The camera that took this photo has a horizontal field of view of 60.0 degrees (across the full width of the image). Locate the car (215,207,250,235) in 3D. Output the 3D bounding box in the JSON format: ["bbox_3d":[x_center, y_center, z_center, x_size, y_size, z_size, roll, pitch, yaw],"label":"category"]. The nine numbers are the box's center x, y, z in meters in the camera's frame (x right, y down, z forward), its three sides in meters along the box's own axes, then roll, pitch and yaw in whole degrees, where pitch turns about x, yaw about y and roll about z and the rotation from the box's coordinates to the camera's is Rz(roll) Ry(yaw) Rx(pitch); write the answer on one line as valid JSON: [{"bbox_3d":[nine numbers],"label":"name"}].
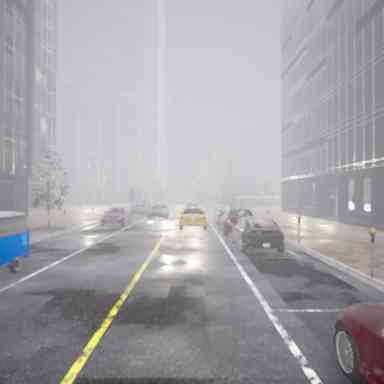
[{"bbox_3d":[2.669,1.639,19.796,1.967,1.590,4.097,0,-1,0],"label":"car"}]

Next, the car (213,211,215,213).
[{"bbox_3d":[2.662,1.806,25.488,2.008,1.369,4.403,0,-1,0],"label":"car"}]

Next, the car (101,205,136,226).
[{"bbox_3d":[-5.718,1.837,25.480,1.802,1.307,4.206,0,-1,0],"label":"car"}]

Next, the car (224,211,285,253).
[{"bbox_3d":[2.675,1.693,14.103,2.008,1.369,4.403,0,-1,0],"label":"car"}]

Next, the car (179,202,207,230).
[{"bbox_3d":[0.075,1.687,23.081,1.801,1.575,5.366,0,-1,0],"label":"car"}]

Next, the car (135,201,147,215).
[{"bbox_3d":[-5.730,1.941,36.868,1.802,1.307,4.206,0,0,0],"label":"car"}]

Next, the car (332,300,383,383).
[{"bbox_3d":[2.687,1.611,2.719,1.802,1.307,4.206,0,-1,0],"label":"car"}]

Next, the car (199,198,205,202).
[{"bbox_3d":[2.652,2.364,91.592,1.947,1.339,4.313,0,0,0],"label":"car"}]

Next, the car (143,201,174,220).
[{"bbox_3d":[-3.126,1.865,32.173,2.033,1.411,5.357,0,-1,0],"label":"car"}]

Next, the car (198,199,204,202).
[{"bbox_3d":[0.054,1.937,40.385,2.033,1.411,5.357,0,0,0],"label":"car"}]

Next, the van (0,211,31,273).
[{"bbox_3d":[-5.700,1.427,8.406,1.690,1.788,3.998,0,-1,0],"label":"van"}]
